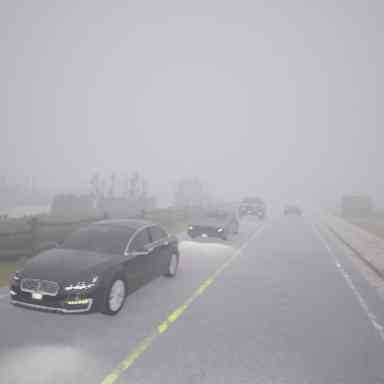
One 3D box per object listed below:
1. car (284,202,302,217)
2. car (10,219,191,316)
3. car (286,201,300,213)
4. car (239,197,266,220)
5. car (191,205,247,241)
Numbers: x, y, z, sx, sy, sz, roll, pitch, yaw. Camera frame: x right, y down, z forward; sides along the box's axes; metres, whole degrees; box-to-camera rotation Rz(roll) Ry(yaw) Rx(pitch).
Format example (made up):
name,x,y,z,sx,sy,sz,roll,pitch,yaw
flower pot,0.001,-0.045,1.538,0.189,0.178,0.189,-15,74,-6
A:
name,x,y,z,sx,sy,sz,roll,pitch,yaw
car,11.766,2.048,38.839,1.812,1.442,4.674,2,0,17
car,-1.734,1.432,7.592,1.837,1.490,4.892,2,0,17
car,14.916,2.188,49.083,1.812,1.442,4.674,2,0,17
car,5.892,1.490,32.194,2.150,2.045,5.566,2,0,17
car,1.331,1.611,17.550,2.033,1.411,5.357,2,0,17
